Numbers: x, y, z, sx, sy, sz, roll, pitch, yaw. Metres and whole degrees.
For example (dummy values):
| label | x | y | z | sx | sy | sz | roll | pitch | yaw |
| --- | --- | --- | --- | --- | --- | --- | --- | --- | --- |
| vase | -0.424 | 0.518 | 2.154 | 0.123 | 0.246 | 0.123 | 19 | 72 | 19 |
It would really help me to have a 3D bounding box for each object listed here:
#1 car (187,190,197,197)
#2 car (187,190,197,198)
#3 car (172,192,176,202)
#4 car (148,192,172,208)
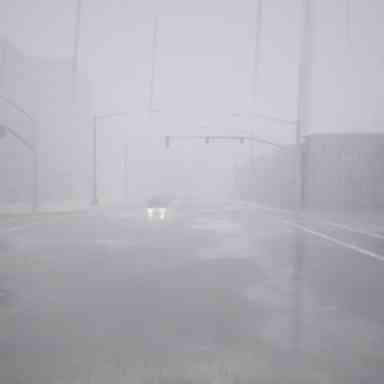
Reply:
| label | x | y | z | sx | sy | sz | roll | pitch | yaw |
| --- | --- | --- | --- | --- | --- | --- | --- | --- | --- |
| car | 0.005 | 0.272 | 76.163 | 2.128 | 1.511 | 4.902 | 0 | 1 | 0 |
| car | 0.011 | 0.444 | 65.982 | 1.812 | 1.442 | 4.674 | 0 | 1 | 0 |
| car | -3.591 | 0.753 | 46.265 | 1.837 | 1.490 | 4.892 | 0 | 1 | 0 |
| car | -3.596 | 0.979 | 36.334 | 1.994 | 1.385 | 4.181 | 0 | 1 | 0 |
